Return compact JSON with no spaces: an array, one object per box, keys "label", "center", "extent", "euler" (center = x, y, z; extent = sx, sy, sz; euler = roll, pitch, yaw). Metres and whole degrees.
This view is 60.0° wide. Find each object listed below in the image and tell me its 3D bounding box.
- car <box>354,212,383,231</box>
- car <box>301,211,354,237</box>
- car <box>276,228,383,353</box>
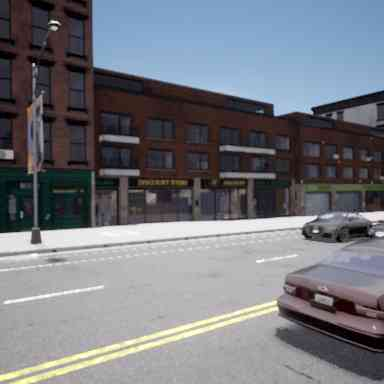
[{"label":"car","center":[9.415,1.599,14.243],"extent":[4.902,1.511,2.128],"euler":[0,0,-35]},{"label":"car","center":[7.448,1.675,16.833],"extent":[4.181,1.385,1.994],"euler":[0,0,-35]},{"label":"car","center":[3.913,1.589,6.150],"extent":[5.357,1.411,2.033],"euler":[0,0,-35]}]
